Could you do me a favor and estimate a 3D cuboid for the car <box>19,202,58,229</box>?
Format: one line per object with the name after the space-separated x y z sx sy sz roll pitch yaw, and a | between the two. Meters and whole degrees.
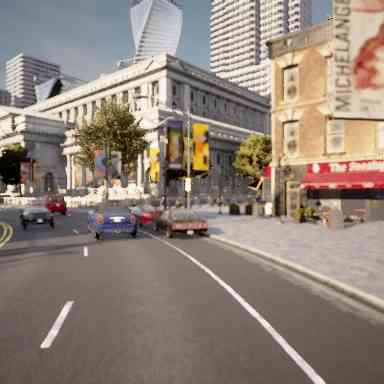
-10.655 1.627 22.727 1.812 1.442 4.674 0 0 -30 | car

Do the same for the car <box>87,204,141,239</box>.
-4.502 1.426 18.308 2.097 1.767 4.553 0 0 -23 | car

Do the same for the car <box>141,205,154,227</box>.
-3.337 1.610 23.298 2.002 1.452 4.674 0 0 -29 | car

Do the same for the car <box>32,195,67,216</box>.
-14.681 1.369 33.759 2.150 2.045 5.566 1 -1 -43 | car

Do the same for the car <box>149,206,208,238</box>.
-0.797 1.661 18.161 1.895 1.301 4.718 0 0 -19 | car
